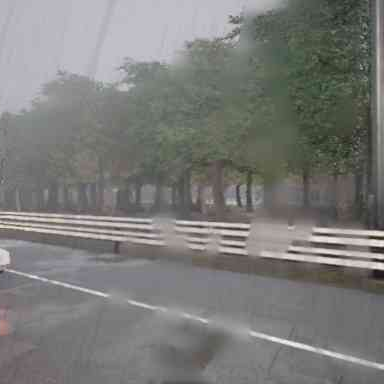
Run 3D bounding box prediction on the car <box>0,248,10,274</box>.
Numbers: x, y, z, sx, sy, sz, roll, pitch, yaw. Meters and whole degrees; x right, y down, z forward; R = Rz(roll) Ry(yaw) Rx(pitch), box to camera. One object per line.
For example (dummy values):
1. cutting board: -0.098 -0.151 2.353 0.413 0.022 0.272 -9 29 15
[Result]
1. car: -6.961 1.693 8.955 4.718 1.301 1.895 -1 0 35
